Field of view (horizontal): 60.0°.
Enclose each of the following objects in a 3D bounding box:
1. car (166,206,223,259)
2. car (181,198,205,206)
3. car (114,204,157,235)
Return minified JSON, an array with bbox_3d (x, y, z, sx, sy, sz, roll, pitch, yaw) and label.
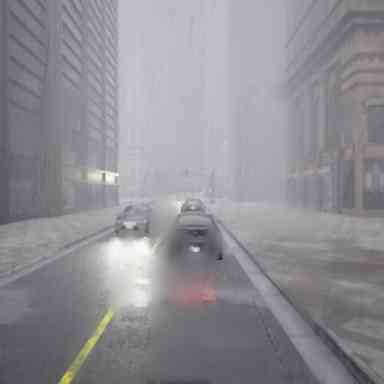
[{"bbox_3d":[0.095,1.497,12.482,1.837,1.490,4.892,0,0,0],"label":"car"},{"bbox_3d":[0.095,1.331,29.253,2.097,1.767,4.553,0,0,0],"label":"car"},{"bbox_3d":[-3.099,1.479,18.965,2.128,1.511,4.902,0,0,0],"label":"car"}]
